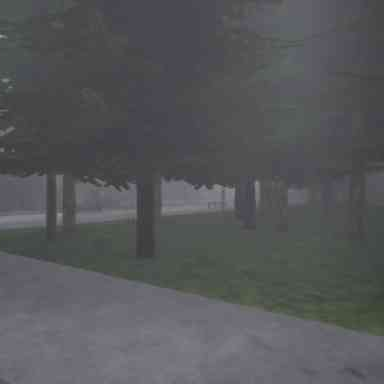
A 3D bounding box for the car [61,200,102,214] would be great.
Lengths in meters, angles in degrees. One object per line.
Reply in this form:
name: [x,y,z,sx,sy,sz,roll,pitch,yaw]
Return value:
car: [-11.470,1.480,34.689,1.994,1.385,4.181,0,0,35]
